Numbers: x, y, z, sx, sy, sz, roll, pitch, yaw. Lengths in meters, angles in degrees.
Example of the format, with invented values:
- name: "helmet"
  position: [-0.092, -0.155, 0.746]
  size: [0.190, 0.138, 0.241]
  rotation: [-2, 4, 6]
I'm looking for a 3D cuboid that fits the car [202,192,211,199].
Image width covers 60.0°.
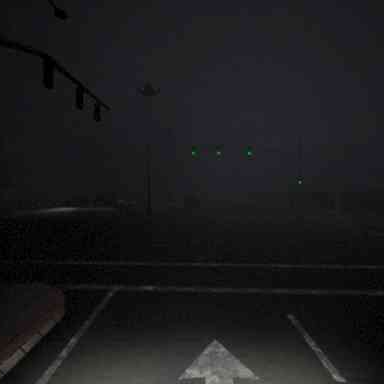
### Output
- name: "car"
  position: [3.628, 0.797, 82.287]
  size: [2.128, 1.511, 4.902]
  rotation: [0, 0, 0]

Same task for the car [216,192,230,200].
- name: "car"
  position: [7.065, 0.843, 72.316]
  size: [2.097, 1.767, 4.553]
  rotation: [0, 0, 0]

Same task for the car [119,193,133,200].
- name: "car"
  position: [-14.917, 0.987, 75.281]
  size: [2.128, 1.511, 4.902]
  rotation: [0, 0, 0]

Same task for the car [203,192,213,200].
- name: "car"
  position: [3.563, 1.084, 71.983]
  size: [1.895, 1.301, 4.718]
  rotation: [0, 0, 0]

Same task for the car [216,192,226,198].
- name: "car"
  position: [7.128, 0.812, 82.267]
  size: [2.033, 1.411, 5.357]
  rotation: [0, 0, 0]

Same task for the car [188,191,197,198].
- name: "car"
  position: [0.127, 0.628, 82.276]
  size: [2.097, 1.767, 4.553]
  rotation: [0, 0, 0]

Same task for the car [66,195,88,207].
- name: "car"
  position: [-15.092, 1.183, 44.067]
  size: [2.128, 1.511, 4.902]
  rotation: [0, 0, 0]

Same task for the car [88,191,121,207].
- name: "car"
  position: [-11.591, 0.911, 44.540]
  size: [2.150, 2.045, 5.566]
  rotation: [0, 0, 1]

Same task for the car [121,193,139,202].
- name: "car"
  position: [-11.490, 0.908, 63.644]
  size: [2.097, 1.767, 4.553]
  rotation: [0, 0, 0]

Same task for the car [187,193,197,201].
- name: "car"
  position: [0.062, 1.012, 71.892]
  size: [2.128, 1.511, 4.902]
  rotation: [0, 0, 0]

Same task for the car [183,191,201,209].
- name: "car"
  position: [-0.012, 1.066, 40.986]
  size: [2.097, 1.767, 4.553]
  rotation: [0, 0, 0]
